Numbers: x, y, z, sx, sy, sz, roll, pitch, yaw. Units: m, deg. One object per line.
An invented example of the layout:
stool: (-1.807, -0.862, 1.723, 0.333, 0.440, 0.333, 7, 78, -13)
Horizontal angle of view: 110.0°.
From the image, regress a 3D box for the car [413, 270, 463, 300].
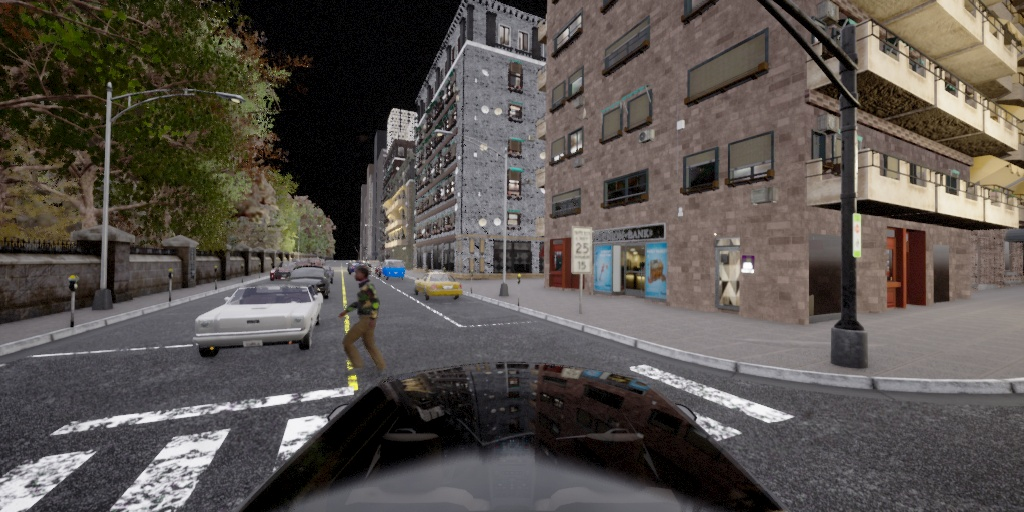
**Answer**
car: (-3.909, 1.381, 18.294, 1.751, 1.417, 4.829, 0, 0, -26)

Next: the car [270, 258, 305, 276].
car: (-18.557, 1.190, 29.521, 1.967, 1.591, 4.097, 0, 0, -26)

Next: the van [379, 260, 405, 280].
van: (-10.997, 1.248, 33.134, 1.690, 1.789, 3.998, 0, 0, -26)

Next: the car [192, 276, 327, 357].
car: (-5.751, 1.324, 8.680, 1.895, 1.301, 4.718, 1, -1, -25)

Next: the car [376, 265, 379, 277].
car: (-13.385, 1.365, 38.132, 1.967, 1.591, 4.097, 0, 0, -26)

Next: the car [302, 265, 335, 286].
car: (-14.448, 1.387, 26.972, 1.895, 1.301, 4.718, 1, -1, -25)

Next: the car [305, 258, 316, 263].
car: (-23.332, 1.102, 39.516, 2.192, 1.841, 5.009, 0, 0, -26)

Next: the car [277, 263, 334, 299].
car: (-10.030, 1.259, 17.717, 1.837, 1.490, 4.892, 1, -1, -26)

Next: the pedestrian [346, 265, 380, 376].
pedestrian: (-2.413, 1.038, 5.813, 0.375, 1.860, 0.375, 2, -1, -26)

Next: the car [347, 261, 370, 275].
car: (-18.089, 1.421, 42.003, 1.812, 1.442, 4.674, 1, -1, -25)
